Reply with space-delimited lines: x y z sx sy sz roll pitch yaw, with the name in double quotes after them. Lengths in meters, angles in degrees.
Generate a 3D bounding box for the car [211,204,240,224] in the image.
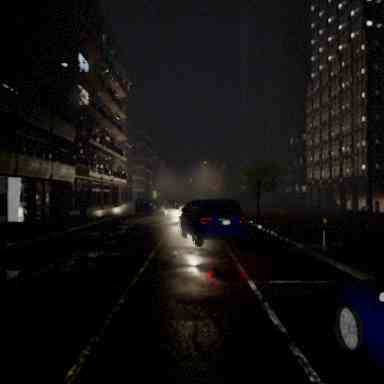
2.703 1.798 28.045 2.008 1.369 4.403 0 -1 0 "car"

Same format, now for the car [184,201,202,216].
0.101 1.811 37.564 1.882 1.535 5.008 0 0 0 "car"

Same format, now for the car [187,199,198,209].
0.111 2.016 56.260 1.837 1.490 4.892 0 -1 0 "car"

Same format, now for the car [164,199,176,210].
-3.051 1.805 50.326 2.097 1.767 4.553 0 0 0 "car"

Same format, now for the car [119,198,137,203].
-16.395 2.142 85.217 4.403 1.369 2.008 1 -1 -1 "car"

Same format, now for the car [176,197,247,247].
0.851 1.364 16.199 2.150 2.045 5.566 0 0 -12 "car"

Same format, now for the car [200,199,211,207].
2.716 2.181 66.704 1.947 1.339 4.313 0 -1 0 "car"

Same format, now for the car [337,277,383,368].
3.141 1.505 3.125 1.882 1.535 5.008 0 0 0 "car"

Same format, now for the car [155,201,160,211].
-5.672 1.924 44.447 1.752 1.417 4.829 0 -1 0 "car"

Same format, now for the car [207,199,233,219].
2.705 1.612 33.571 2.192 1.841 5.009 0 -1 0 "car"

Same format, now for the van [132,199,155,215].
-5.674 1.690 39.096 1.690 1.788 3.998 0 -1 0 "van"

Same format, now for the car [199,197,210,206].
2.718 1.985 72.229 2.192 1.841 5.009 0 -1 0 "car"

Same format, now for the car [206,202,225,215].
2.707 1.914 39.090 1.947 1.339 4.313 0 -1 0 "car"
